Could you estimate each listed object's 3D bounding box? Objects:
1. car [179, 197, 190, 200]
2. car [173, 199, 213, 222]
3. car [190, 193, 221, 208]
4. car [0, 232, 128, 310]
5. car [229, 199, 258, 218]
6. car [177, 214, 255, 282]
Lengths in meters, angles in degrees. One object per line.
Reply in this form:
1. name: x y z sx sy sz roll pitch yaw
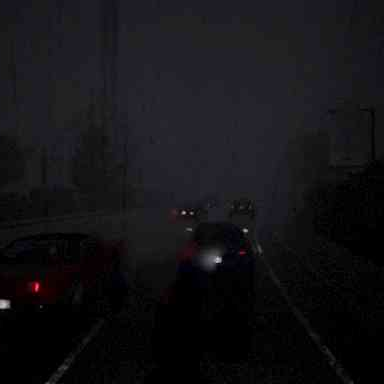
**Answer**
1. car: -0.900 1.467 46.115 1.882 1.535 5.008 0 0 23
2. car: 0.009 1.550 26.274 2.033 1.411 5.357 0 0 14
3. car: 2.214 1.223 44.571 2.150 2.045 5.566 0 0 23
4. car: -2.985 1.597 7.798 1.895 1.301 4.718 0 0 5
5. car: 4.763 1.369 30.284 2.097 1.767 4.553 0 0 16
6. car: 0.738 1.568 9.858 1.994 1.385 4.181 0 0 6
